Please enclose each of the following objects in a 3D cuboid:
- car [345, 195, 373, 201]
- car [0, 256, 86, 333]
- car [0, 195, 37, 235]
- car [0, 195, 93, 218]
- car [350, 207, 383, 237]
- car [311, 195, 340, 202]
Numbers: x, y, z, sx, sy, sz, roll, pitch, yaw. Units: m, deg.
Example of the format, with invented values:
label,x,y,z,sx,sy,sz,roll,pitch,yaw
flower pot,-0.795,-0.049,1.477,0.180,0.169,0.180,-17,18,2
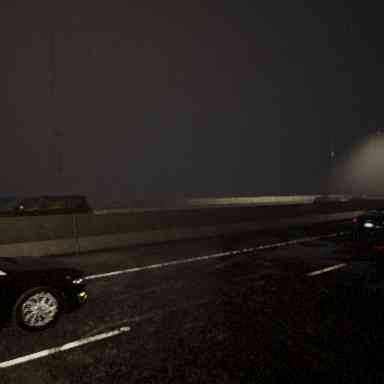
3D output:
label,x,y,z,sx,sy,sz,roll,pitch,yaw
car,22.527,1.160,44.808,5.357,1.411,2.033,-1,0,-39
car,-4.128,1.502,5.052,4.892,1.490,1.837,0,0,-39
car,-11.392,1.197,17.438,5.566,2.045,2.150,-1,0,-39
car,-7.575,1.181,16.035,5.566,2.045,2.150,-1,0,-38
car,9.376,1.419,15.957,4.181,1.385,1.994,-1,0,-39
car,18.593,1.178,46.134,5.357,1.411,2.033,-1,0,-39
